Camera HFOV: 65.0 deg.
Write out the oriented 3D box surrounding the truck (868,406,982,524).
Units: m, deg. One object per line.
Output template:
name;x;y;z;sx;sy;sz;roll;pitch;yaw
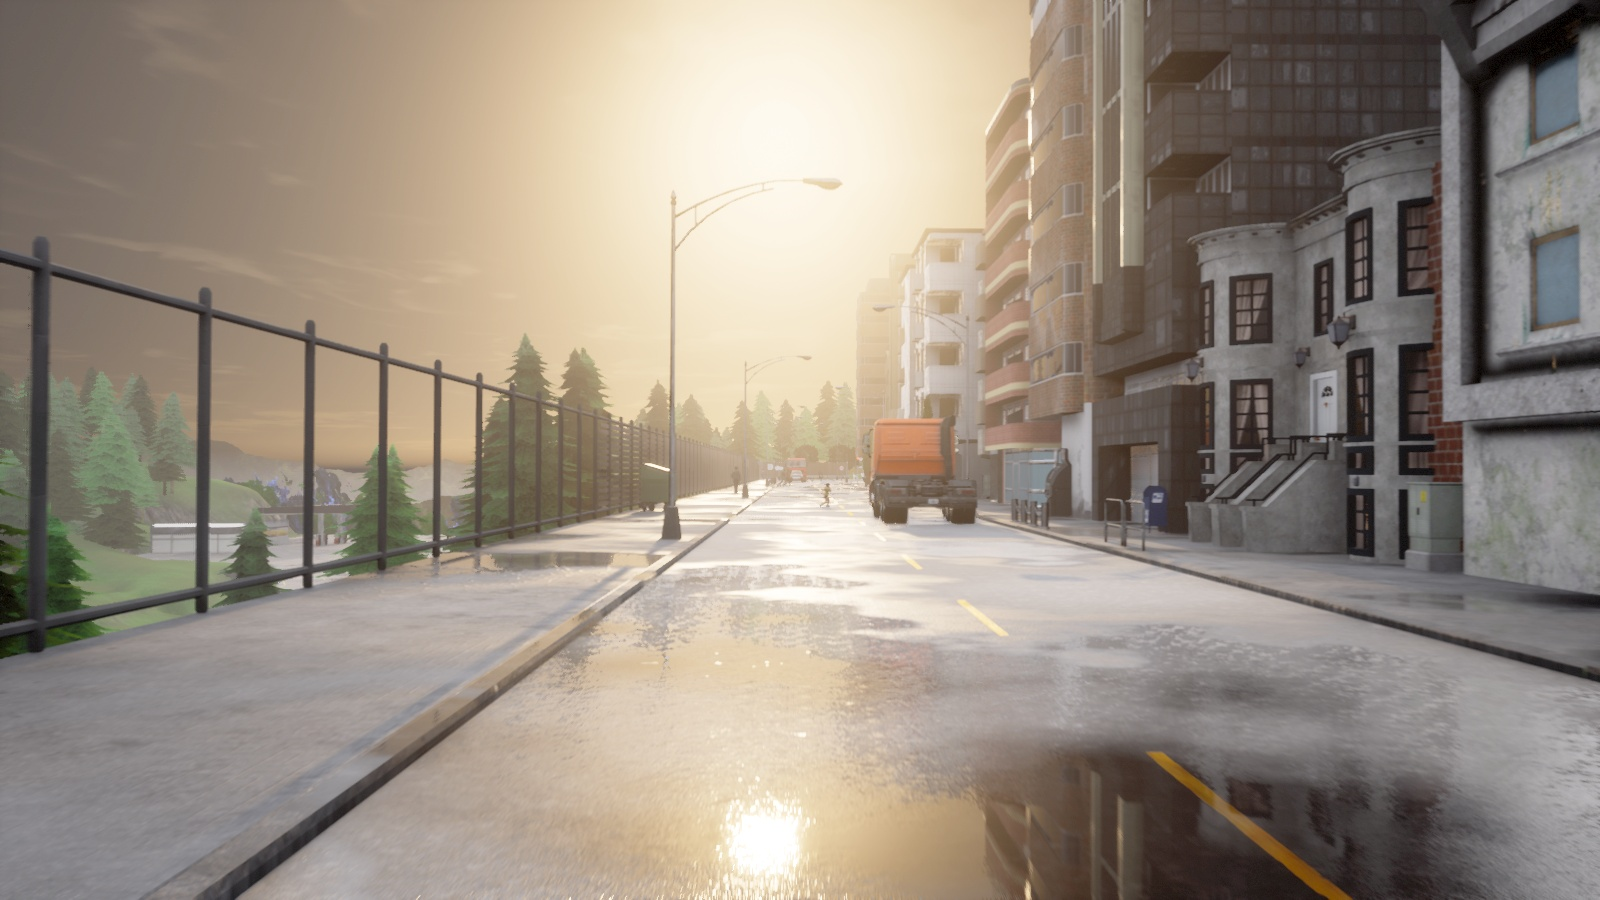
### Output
truck;3.880;0.500;40.763;2.891;3.462;7.936;0;-1;0
